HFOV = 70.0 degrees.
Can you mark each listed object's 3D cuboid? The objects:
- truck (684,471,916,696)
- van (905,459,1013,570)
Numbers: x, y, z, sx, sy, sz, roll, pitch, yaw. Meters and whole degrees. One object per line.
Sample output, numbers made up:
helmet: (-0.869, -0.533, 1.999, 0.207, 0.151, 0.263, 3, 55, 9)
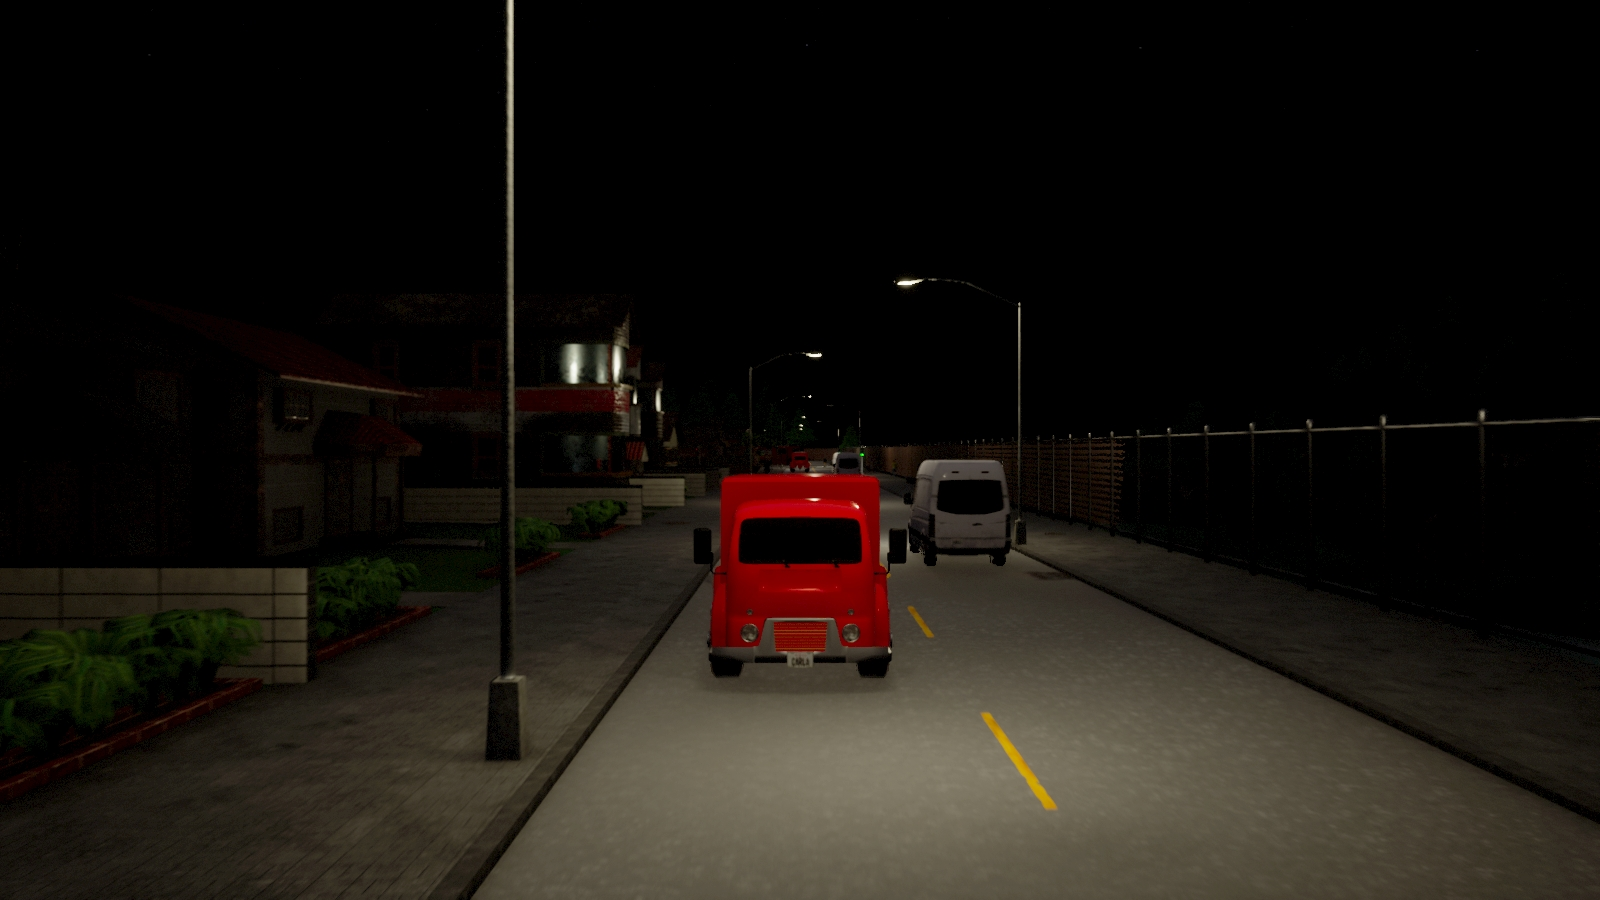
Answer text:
truck: (-0.001, 1.570, 15.575, 2.627, 2.467, 5.204, 0, 0, 0)
van: (3.994, 1.534, 29.683, 1.988, 2.561, 5.915, 0, 0, 0)
